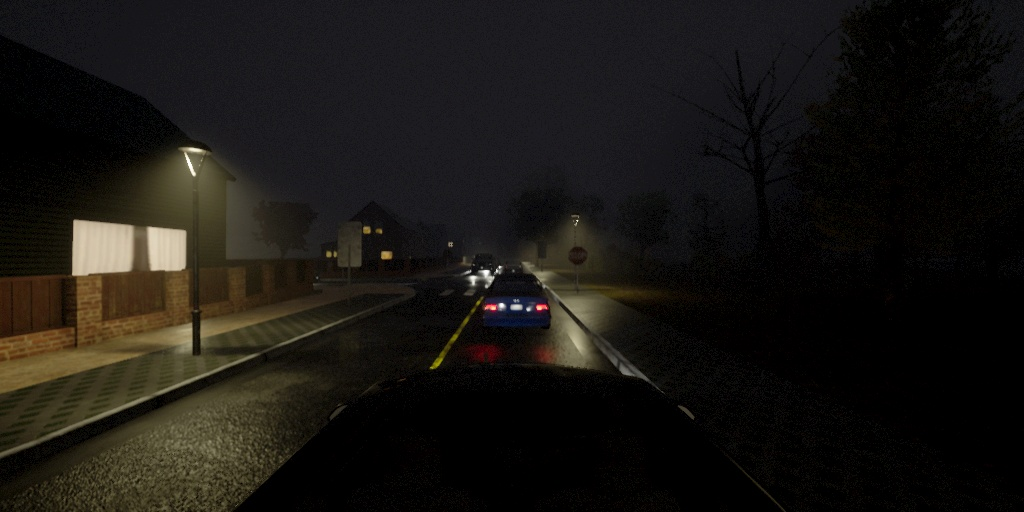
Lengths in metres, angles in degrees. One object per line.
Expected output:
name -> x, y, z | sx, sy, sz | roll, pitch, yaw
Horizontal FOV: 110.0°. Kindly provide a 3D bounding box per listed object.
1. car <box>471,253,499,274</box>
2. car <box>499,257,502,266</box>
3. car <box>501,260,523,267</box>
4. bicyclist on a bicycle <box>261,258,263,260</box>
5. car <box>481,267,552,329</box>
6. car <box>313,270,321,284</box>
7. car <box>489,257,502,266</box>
car -> -2.798, 0.732, 36.140 | 2.150, 2.045, 5.566 | 0, 0, 0
car -> -2.764, 0.937, 47.658 | 2.128, 1.511, 4.902 | 0, 0, 0
car -> 0.149, 1.107, 36.816 | 1.895, 1.301, 4.718 | 0, 0, 0
bicyclist on a bicycle -> -20.194, 1.008, 29.028 | 0.582, 1.620, 1.656 | 0, -1, 2
car -> 0.106, 1.227, 10.887 | 2.033, 1.411, 5.357 | 0, 0, 0
car -> -14.773, 1.116, 22.986 | 4.674, 1.442, 1.812 | 0, -1, 2
car -> -2.703, 0.890, 59.911 | 1.837, 1.490, 4.892 | 0, 0, 1
